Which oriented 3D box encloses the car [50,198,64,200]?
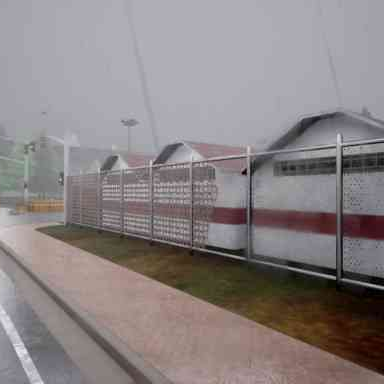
[{"bbox_3d":[-17.244,1.504,42.245,4.892,1.490,1.837,0,0,-39],"label":"car"}]
